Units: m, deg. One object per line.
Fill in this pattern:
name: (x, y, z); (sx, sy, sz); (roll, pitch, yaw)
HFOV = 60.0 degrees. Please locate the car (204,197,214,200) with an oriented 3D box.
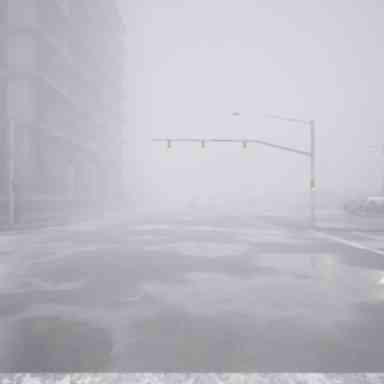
car: (3.846, 2.009, 71.622); (2.150, 2.045, 5.566); (0, -1, 1)

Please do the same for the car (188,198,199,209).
car: (0.252, 2.336, 61.197); (2.033, 1.411, 5.357); (0, -1, 1)

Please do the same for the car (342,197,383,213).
car: (25.433, 1.847, 49.909); (4.605, 1.855, 1.932); (0, -1, 1)

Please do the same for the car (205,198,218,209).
car: (3.756, 2.318, 61.582); (1.812, 1.442, 4.674); (0, -1, 1)

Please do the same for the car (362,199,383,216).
car: (25.394, 2.017, 44.328); (3.806, 1.475, 1.970); (0, -1, 1)

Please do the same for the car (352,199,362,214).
car: (25.441, 2.023, 47.223); (3.905, 1.438, 1.784); (0, -1, 1)
